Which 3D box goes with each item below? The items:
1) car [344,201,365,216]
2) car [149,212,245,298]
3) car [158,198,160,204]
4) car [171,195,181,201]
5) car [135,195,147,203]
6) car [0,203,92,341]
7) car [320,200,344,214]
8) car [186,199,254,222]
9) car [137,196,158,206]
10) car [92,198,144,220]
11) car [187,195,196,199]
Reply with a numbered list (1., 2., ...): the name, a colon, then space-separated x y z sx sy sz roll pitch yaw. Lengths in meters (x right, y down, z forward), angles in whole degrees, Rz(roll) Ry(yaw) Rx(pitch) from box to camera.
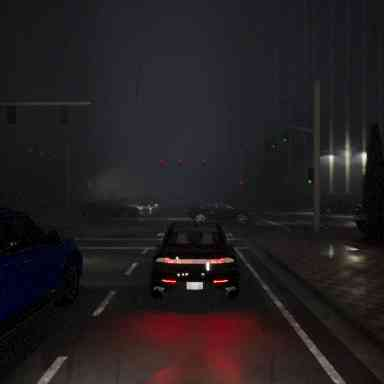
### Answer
1. car: 17.482 1.505 31.430 4.892 1.490 1.837 0 0 -1
2. car: 0.079 1.492 8.477 2.128 1.511 4.902 0 0 1
3. car: -7.164 1.564 62.908 1.994 1.385 4.181 0 0 0
4. car: -3.629 1.339 76.057 1.812 1.442 4.674 0 0 0
5. car: -10.618 1.477 69.782 1.882 1.535 5.008 0 0 0
6. car: -3.450 1.221 4.845 2.150 2.045 5.566 0 0 1
7. car: 15.234 1.564 34.904 4.181 1.385 1.994 0 0 -1
8. car: 1.979 1.491 24.047 4.902 1.511 2.128 0 0 -1
9. car: -7.178 1.505 53.999 1.837 1.490 4.892 0 0 0
10. car: -6.743 1.492 27.444 4.902 1.511 2.128 0 0 -1
11. car: -0.128 1.429 75.523 1.837 1.490 4.892 0 0 0
